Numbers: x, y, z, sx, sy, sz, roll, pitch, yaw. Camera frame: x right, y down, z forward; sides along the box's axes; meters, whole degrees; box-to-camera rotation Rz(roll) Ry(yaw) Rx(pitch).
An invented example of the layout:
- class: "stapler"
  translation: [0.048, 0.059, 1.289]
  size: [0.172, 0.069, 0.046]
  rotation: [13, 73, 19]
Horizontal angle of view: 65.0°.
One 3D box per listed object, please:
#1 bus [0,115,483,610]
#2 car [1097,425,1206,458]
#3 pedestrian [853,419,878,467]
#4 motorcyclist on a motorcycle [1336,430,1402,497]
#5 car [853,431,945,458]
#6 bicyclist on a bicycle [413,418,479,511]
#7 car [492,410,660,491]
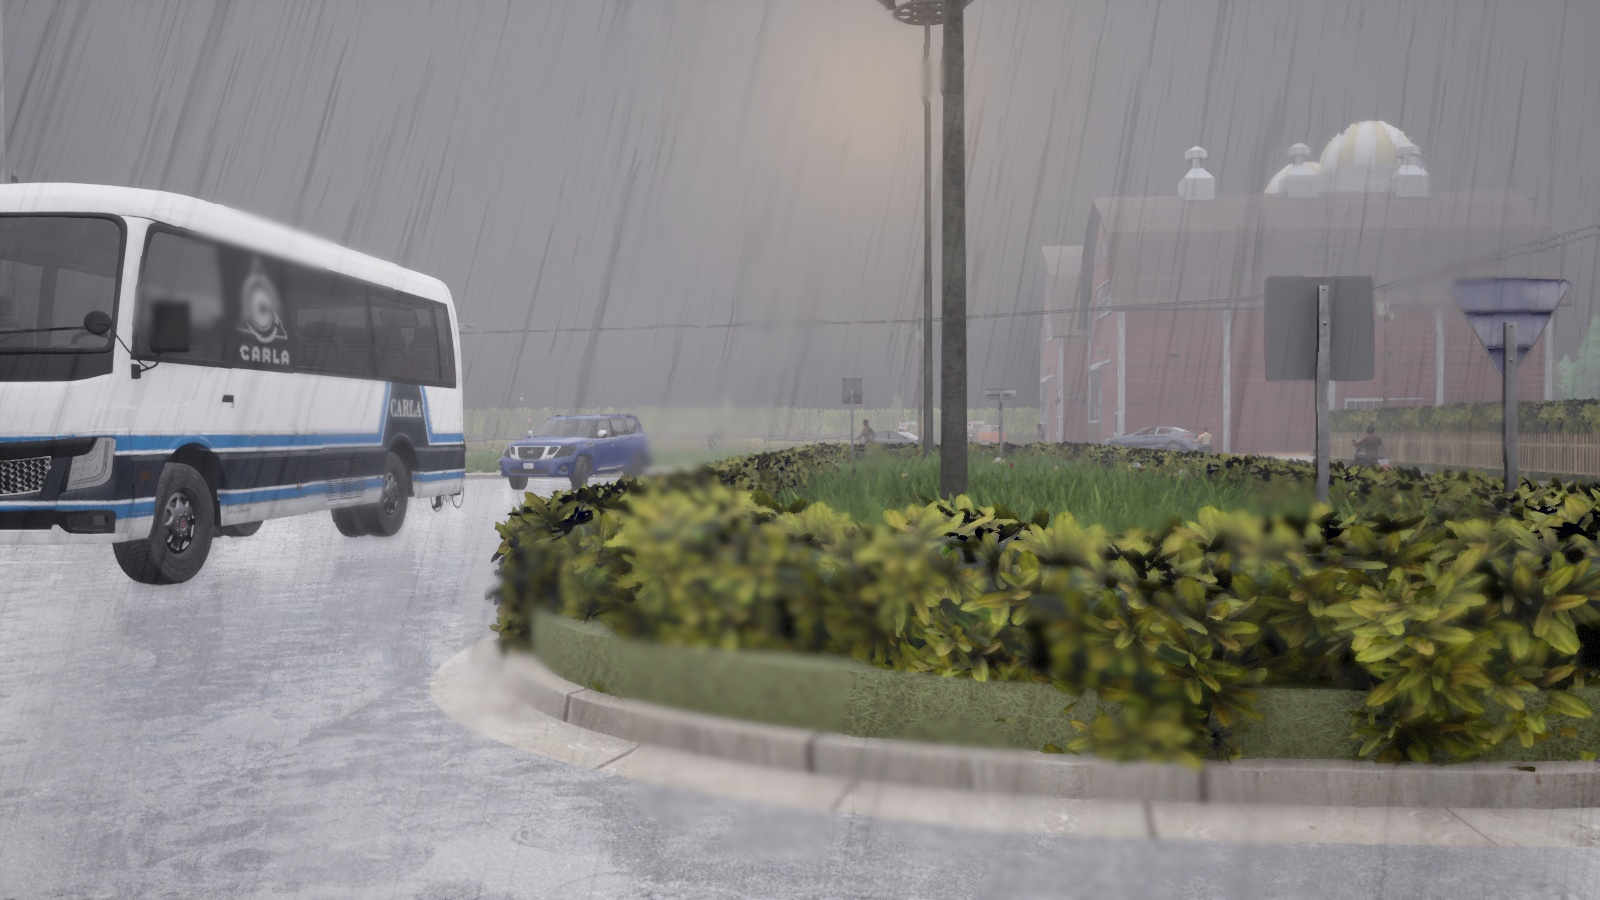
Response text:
- class: "bus"
  translation: [-7.655, -0.836, 16.062]
  size: [3.944, 4.253, 10.273]
  rotation: [0, 1, 4]
- class: "car"
  translation: [18.409, -0.456, 65.868]
  size: [5.027, 1.651, 2.152]
  rotation: [1, 1, 36]
- class: "pedestrian"
  translation: [2.461, -0.265, 47.210]
  size: [0.869, 1.805, 0.328]
  rotation: [0, 1, -25]
- class: "motorcyclist on a motorcycle"
  translation: [14.433, 0.320, 31.936]
  size: [0.766, 1.649, 2.350]
  rotation: [0, 1, 5]
- class: "car"
  translation: [5.658, -0.329, 71.915]
  size: [4.792, 1.488, 2.163]
  rotation: [1, 1, 31]
- class: "bicyclist on a bicycle"
  translation: [-6.991, 0.272, 24.883]
  size: [0.659, 1.776, 1.843]
  rotation: [0, 1, 5]
- class: "car"
  translation: [-6.078, -0.036, 34.912]
  size: [2.150, 2.045, 5.566]
  rotation: [1, 1, 19]
